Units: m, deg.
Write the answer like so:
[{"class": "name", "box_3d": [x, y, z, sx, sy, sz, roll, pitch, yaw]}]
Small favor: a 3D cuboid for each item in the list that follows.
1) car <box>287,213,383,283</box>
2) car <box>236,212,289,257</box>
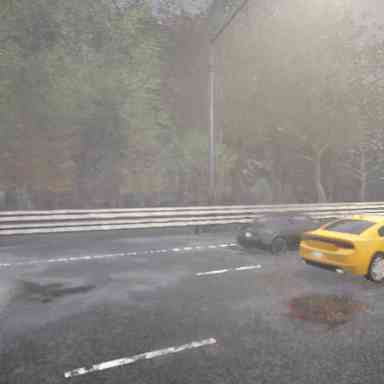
[{"class": "car", "box_3d": [5.352, 1.416, 9.442, 5.008, 1.535, 1.882, 0, 1, -27]}, {"class": "car", "box_3d": [3.750, 1.467, 12.556, 4.181, 1.385, 1.994, 0, 1, -27]}]
